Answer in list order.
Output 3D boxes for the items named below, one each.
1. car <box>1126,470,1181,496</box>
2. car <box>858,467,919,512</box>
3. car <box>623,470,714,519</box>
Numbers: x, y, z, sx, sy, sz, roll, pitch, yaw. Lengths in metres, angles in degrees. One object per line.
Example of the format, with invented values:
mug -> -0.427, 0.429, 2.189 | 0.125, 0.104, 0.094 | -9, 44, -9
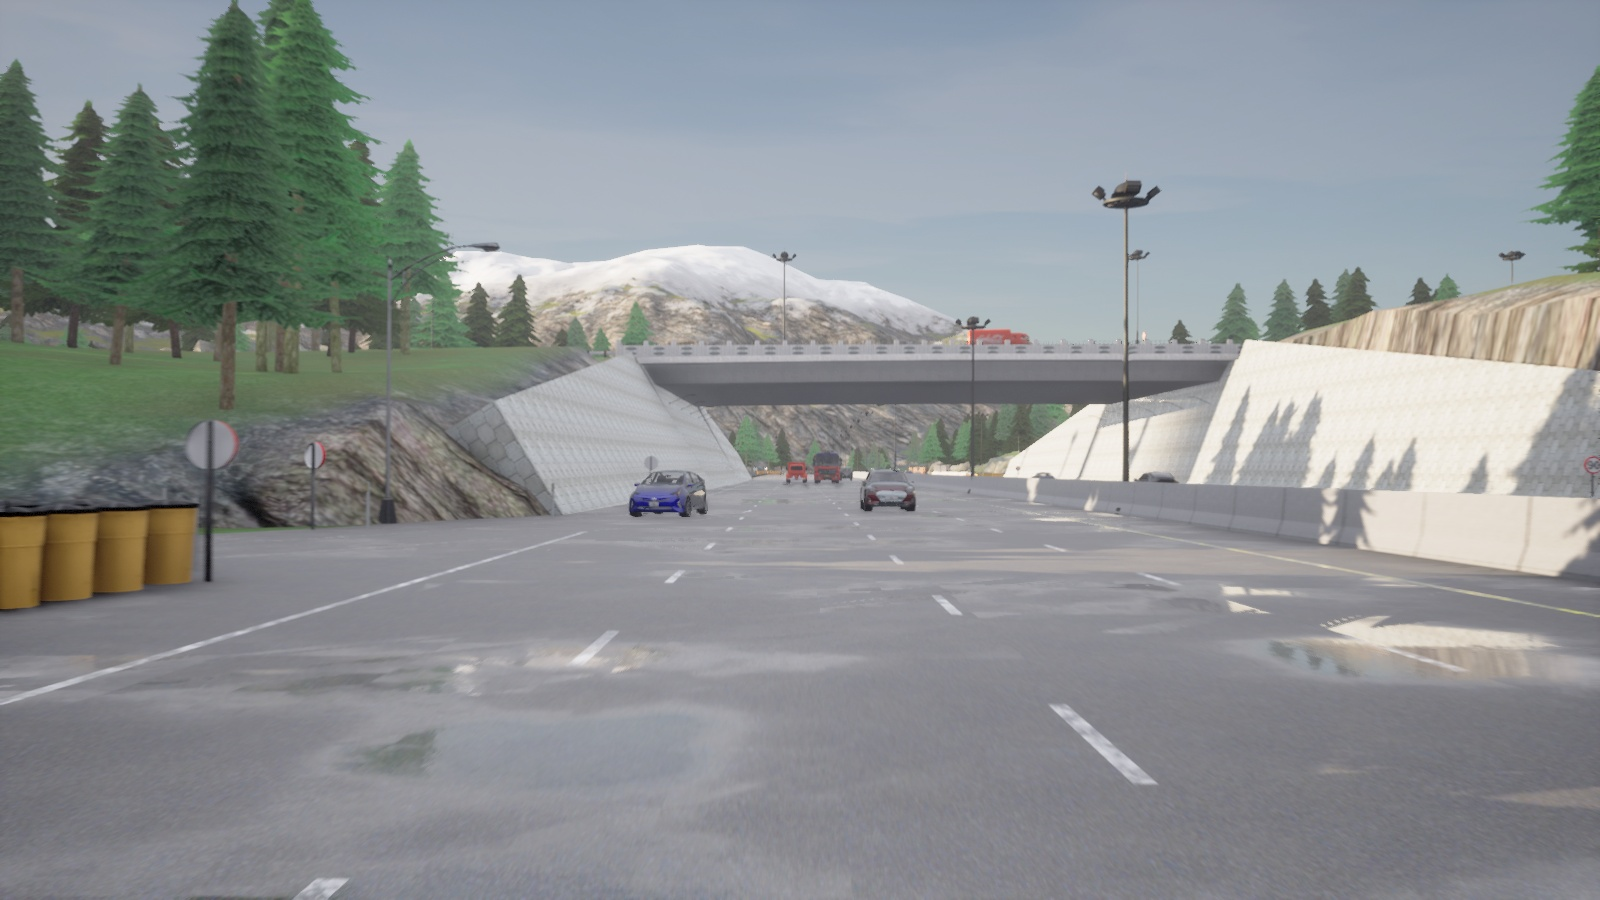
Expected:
car -> 20.804, 1.920, 74.042 | 1.837, 1.490, 4.892 | 0, -1, 0
car -> 3.371, 1.510, 48.758 | 2.033, 1.649, 4.856 | 0, -1, 0
car -> -4.330, 1.452, 42.187 | 2.007, 1.525, 4.514 | 0, -1, 8
